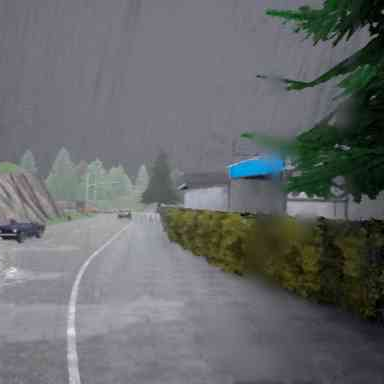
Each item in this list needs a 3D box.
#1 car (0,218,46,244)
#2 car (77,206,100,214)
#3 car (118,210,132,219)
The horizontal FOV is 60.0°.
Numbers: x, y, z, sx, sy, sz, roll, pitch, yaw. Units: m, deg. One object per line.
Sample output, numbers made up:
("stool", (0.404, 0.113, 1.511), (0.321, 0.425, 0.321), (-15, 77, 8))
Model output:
("car", (-10.243, 2.196, 19.472), (1.895, 1.301, 4.718), (2, -3, -7))
("car", (-22.602, 3.906, 72.701), (5.008, 1.535, 1.882), (2, -3, -7))
("car", (-11.009, 3.633, 54.570), (2.128, 1.511, 4.902), (2, -3, -7))
